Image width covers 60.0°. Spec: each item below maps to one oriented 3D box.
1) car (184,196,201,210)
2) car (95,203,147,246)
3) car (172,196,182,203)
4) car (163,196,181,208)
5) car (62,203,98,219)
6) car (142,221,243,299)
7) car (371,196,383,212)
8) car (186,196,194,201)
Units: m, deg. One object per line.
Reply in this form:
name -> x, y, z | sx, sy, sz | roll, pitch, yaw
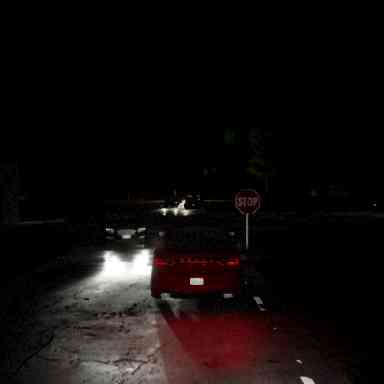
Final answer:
car -> 0.064, 1.572, 43.218 | 1.994, 1.385, 4.181 | 0, 0, -2
car -> -3.219, 1.488, 15.346 | 2.128, 1.511, 4.902 | 0, 0, -16
car -> -3.127, 1.611, 69.381 | 1.994, 1.385, 4.181 | 0, 0, 0
car -> -3.026, 1.365, 47.535 | 2.097, 1.767, 4.553 | 0, 0, -1
car -> -9.222, 1.680, 30.225 | 4.718, 1.301, 1.895 | -2, 2, -34
car -> 0.121, 1.475, 8.524 | 1.882, 1.535, 5.008 | 0, 0, 1
car -> 18.674, 0.722, 28.886 | 5.566, 2.045, 2.150 | -1, 1, 0
car -> -0.513, 1.650, 87.729 | 1.994, 1.385, 4.181 | 0, 0, 0
